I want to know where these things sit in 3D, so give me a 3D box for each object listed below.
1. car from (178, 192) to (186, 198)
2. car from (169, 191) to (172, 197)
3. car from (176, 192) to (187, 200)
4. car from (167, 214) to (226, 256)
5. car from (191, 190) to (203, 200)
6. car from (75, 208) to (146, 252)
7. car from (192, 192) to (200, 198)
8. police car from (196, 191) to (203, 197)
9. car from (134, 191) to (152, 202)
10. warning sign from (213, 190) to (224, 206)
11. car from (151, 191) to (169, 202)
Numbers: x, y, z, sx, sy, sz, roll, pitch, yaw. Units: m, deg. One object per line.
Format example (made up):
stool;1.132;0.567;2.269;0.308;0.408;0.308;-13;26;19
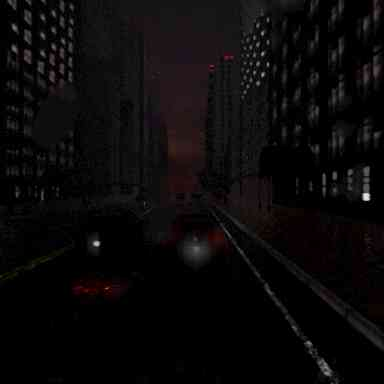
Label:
car;-2.348;0.689;81.861;1.837;1.490;4.892;0;0;1
car;-5.657;0.596;76.502;1.837;1.490;4.892;0;0;1
car;-2.463;0.915;71.440;2.033;1.411;5.357;0;0;1
car;0.178;1.490;12.548;1.895;1.301;4.718;0;1;1
car;0.783;0.856;70.987;1.882;1.535;5.008;0;0;1
car;-3.058;1.390;13.224;1.837;1.490;4.892;0;1;1
car;0.897;0.682;81.409;1.837;1.490;4.892;0;0;1
police car;1.985;0.630;91.687;1.930;1.638;5.238;0;1;1
car;-9.117;0.998;60.837;1.812;1.442;4.674;0;1;1
warning sign;3.294;0.753;41.570;1.300;1.860;1.060;-1;0;1
car;-5.870;0.998;60.810;1.812;1.442;4.674;0;0;1
